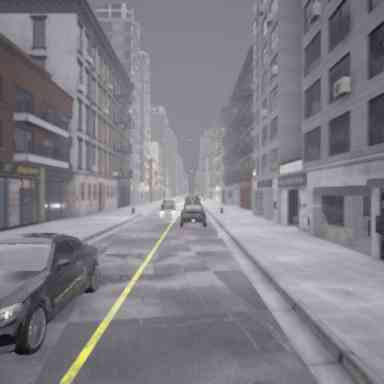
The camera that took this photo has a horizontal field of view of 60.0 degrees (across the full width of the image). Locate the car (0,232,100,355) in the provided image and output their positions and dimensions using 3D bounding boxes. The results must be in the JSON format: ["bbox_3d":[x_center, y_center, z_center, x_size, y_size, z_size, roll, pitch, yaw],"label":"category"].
[{"bbox_3d":[-3.090,1.555,6.273,1.812,1.442,4.674,0,0,0],"label":"car"}]

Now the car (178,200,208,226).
[{"bbox_3d":[0.088,1.612,24.180,1.837,1.490,4.892,0,0,0],"label":"car"}]

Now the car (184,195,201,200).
[{"bbox_3d":[0.082,1.408,44.567,2.150,2.045,5.566,0,0,0],"label":"car"}]

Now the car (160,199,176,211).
[{"bbox_3d":[-3.095,1.689,43.623,1.837,1.490,4.892,0,-1,0],"label":"car"}]
